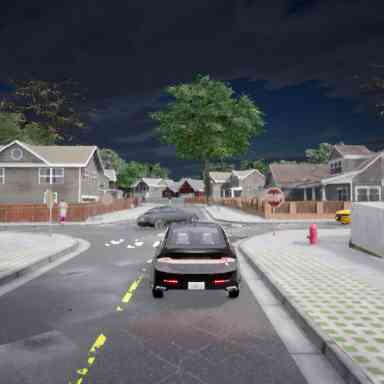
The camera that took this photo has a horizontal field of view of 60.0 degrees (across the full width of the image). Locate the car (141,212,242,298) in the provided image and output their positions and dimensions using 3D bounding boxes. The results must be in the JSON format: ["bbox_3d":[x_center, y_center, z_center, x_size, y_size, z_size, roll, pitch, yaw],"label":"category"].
[{"bbox_3d":[0.077,1.506,8.510,2.128,1.511,4.902,0,0,0],"label":"car"}]

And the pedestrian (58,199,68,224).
[{"bbox_3d":[-9.715,1.453,24.980,0.375,1.860,0.375,0,-1,1],"label":"pedestrian"}]

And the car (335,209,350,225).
[{"bbox_3d":[12.020,1.402,21.817,5.008,1.535,1.882,-1,-2,1],"label":"car"}]

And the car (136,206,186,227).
[{"bbox_3d":[-1.523,1.618,21.700,4.181,1.385,1.994,0,0,-40],"label":"car"}]
